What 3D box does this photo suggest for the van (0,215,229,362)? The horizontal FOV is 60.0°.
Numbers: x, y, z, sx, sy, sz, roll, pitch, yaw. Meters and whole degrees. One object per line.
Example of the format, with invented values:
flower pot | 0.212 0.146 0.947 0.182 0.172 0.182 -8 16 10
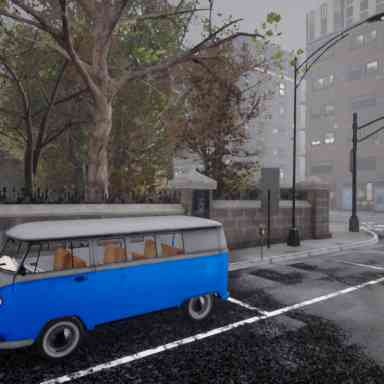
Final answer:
van | -1.219 1.342 5.621 3.998 1.788 1.690 0 1 -35
